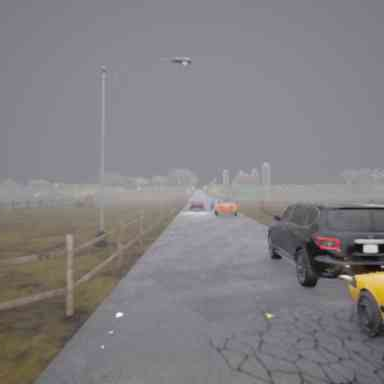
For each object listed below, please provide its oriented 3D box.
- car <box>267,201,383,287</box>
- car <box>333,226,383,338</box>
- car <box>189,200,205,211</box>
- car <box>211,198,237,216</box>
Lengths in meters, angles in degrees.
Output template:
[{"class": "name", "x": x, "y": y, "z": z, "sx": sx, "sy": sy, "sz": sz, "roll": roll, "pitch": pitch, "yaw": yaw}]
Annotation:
[{"class": "car", "x": 3.698, "y": 1.256, "z": 9.494, "sx": 2.150, "sy": 2.045, "sz": 5.566, "roll": 1, "pitch": 0, "yaw": 1}, {"class": "car", "x": 3.605, "y": 1.487, "z": 3.654, "sx": 1.801, "sy": 1.575, "sz": 5.366, "roll": 1, "pitch": 0, "yaw": 1}, {"class": "car", "x": 0.604, "y": 1.604, "z": 40.741, "sx": 1.895, "sy": 1.301, "sz": 4.718, "roll": 1, "pitch": 0, "yaw": 1}, {"class": "car", "x": 3.289, "y": 1.381, "z": 33.333, "sx": 2.097, "sy": 1.767, "sz": 4.553, "roll": 1, "pitch": 0, "yaw": 1}]
